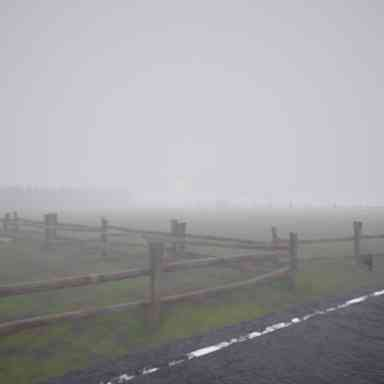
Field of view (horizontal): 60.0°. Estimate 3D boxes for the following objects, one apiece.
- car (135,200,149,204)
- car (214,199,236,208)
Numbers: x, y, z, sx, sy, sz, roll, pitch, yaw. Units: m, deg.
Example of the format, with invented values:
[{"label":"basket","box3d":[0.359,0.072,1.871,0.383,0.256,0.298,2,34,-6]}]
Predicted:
[{"label":"car","box3d":[-14.309,2.815,94.423,1.895,1.301,4.718,1,-1,-44]},{"label":"car","box3d":[6.759,2.285,67.925,2.097,1.767,4.553,1,-1,-42]}]
